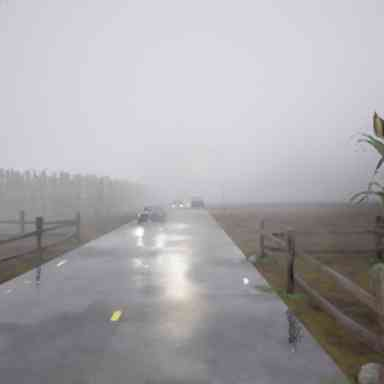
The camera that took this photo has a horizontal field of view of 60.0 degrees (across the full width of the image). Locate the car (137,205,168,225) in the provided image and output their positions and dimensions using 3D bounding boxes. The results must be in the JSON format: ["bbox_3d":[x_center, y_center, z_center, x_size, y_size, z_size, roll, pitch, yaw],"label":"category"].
[{"bbox_3d":[-2.854,1.642,24.589,1.895,1.301,4.718,0,0,0],"label":"car"}]

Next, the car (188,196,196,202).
[{"bbox_3d":[-0.014,1.822,82.135,2.033,1.411,5.357,0,-1,0],"label":"car"}]

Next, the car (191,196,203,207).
[{"bbox_3d":[0.814,1.558,57.724,2.097,1.767,4.553,0,0,0],"label":"car"}]

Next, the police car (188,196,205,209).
[{"bbox_3d":[0.817,1.569,47.862,1.930,1.638,5.238,0,0,0],"label":"police car"}]

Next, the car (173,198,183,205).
[{"bbox_3d":[-2.773,1.862,65.207,1.895,1.301,4.718,0,0,0],"label":"car"}]
